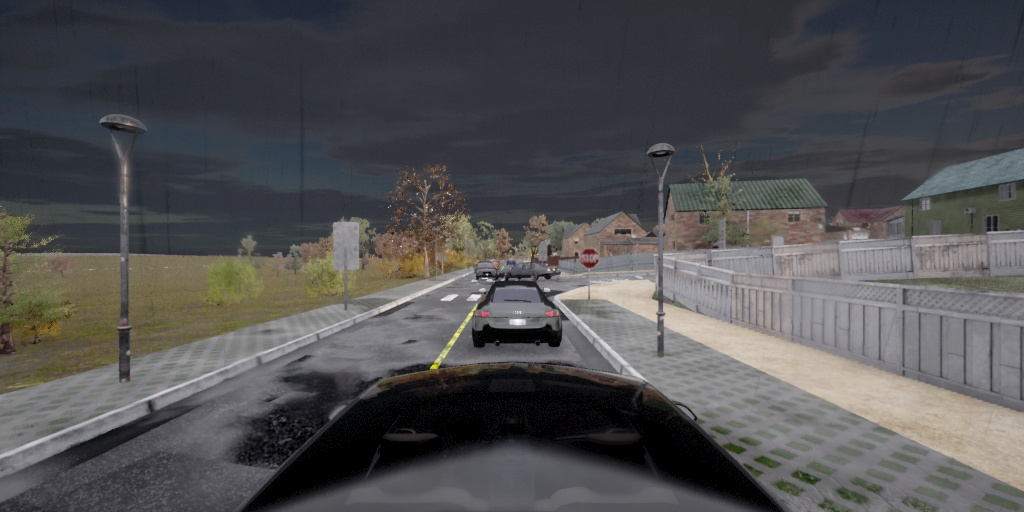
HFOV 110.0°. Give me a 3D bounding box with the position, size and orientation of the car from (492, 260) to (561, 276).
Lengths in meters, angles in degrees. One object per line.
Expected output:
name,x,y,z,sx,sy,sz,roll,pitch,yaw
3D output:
car,1.264,1.196,28.310,5.357,1.411,2.033,-4,-3,43

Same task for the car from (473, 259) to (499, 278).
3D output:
car,-2.331,1.255,31.212,1.837,1.490,4.892,0,0,-8

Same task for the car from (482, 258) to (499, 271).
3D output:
car,-2.982,1.117,51.028,2.097,1.767,4.553,0,0,0

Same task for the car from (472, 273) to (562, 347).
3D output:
car,0.082,1.313,9.292,1.994,1.385,4.181,0,0,-1

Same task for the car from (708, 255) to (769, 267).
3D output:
car,14.330,0.412,22.723,4.181,1.385,1.994,-3,0,16

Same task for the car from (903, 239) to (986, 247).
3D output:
car,23.838,-0.210,20.327,4.902,1.511,2.128,-3,0,14
